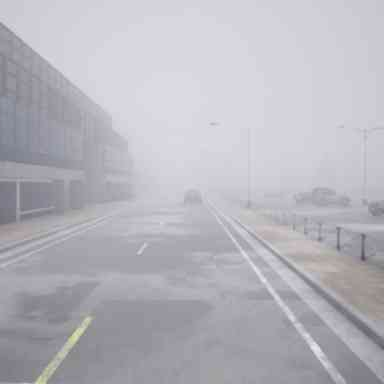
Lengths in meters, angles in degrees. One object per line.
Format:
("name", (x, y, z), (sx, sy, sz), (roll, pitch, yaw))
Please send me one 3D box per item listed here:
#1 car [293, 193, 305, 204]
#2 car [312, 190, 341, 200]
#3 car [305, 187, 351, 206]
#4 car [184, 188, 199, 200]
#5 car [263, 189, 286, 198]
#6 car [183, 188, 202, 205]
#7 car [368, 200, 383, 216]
("car", (13.723, 0.424, 37.142), (4.605, 1.855, 1.932), (1, 1, 0))
("car", (21.261, 0.410, 52.758), (3.806, 1.475, 1.970), (1, 1, 0))
("car", (14.139, 0.476, 34.238), (3.866, 1.878, 1.905), (1, 1, 0))
("car", (-0.039, 0.246, 49.548), (2.097, 1.767, 4.553), (1, 1, 0))
("car", (13.837, 0.263, 55.727), (3.633, 1.501, 1.845), (1, 1, 0))
("car", (0.065, 0.493, 39.146), (2.097, 1.767, 4.553), (1, 1, 0))
("car", (14.153, 0.855, 21.449), (5.027, 1.636, 2.152), (1, 1, 0))
